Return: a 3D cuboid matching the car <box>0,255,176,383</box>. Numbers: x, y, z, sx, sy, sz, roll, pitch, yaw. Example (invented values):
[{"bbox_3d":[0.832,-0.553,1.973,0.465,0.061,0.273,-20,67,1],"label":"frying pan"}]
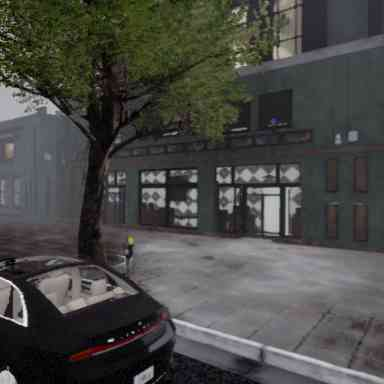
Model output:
[{"bbox_3d":[-2.240,1.540,4.470,4.403,1.369,2.008,0,0,36],"label":"car"}]
